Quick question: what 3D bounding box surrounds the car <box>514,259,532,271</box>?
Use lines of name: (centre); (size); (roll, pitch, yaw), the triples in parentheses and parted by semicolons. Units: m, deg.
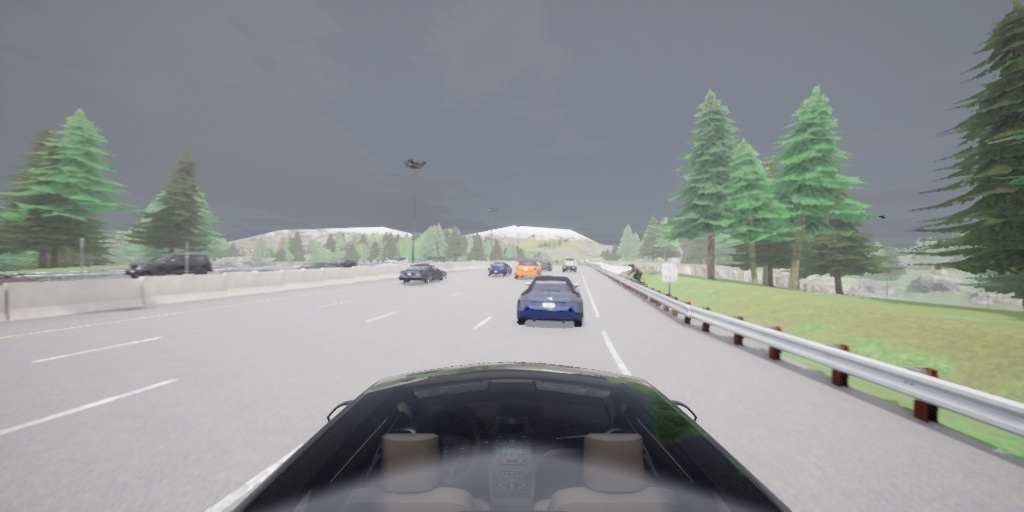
car: (1.816, 1.306, 55.555); (2.097, 1.767, 4.553); (0, 0, 11)

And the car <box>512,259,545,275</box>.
car: (1.656, 1.230, 34.559); (2.097, 1.767, 4.553); (0, 0, 10)

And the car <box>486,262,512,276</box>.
car: (-1.216, 1.393, 38.388); (1.812, 1.442, 4.674); (0, 0, 10)

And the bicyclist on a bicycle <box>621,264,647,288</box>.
bicyclist on a bicycle: (8.265, 1.365, 24.099); (1.656, 1.620, 0.582); (2, 0, 3)

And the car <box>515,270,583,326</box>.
car: (1.330, 1.357, 12.042); (1.994, 1.385, 4.181); (0, 0, 9)

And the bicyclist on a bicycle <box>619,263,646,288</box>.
bicyclist on a bicycle: (8.447, 1.368, 25.082); (1.656, 1.620, 0.582); (2, -2, 33)

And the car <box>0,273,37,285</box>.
car: (-20.195, 1.178, 12.742); (1.994, 1.385, 4.181); (1, 0, 10)

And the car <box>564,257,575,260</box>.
car: (9.710, 1.260, 60.135); (2.150, 2.045, 5.566); (0, 0, 10)

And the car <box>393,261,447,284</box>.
car: (-6.720, 1.327, 27.471); (2.033, 1.411, 5.357); (0, 0, 10)

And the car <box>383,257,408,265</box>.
car: (-18.965, 1.115, 58.883); (2.150, 2.045, 5.566); (0, 0, 10)

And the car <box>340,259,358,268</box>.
car: (-23.969, 1.195, 51.028); (1.882, 1.535, 5.008); (0, -1, 11)

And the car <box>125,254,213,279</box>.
car: (-27.878, 0.827, 29.494); (2.150, 2.045, 5.566); (0, 0, 10)

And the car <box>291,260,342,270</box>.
car: (-17.006, 1.267, 30.701); (1.994, 1.385, 4.181); (0, 0, 10)

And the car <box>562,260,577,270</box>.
car: (7.960, 1.587, 49.862); (1.895, 1.301, 4.718); (0, 0, 10)

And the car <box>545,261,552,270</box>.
car: (4.966, 1.466, 53.361); (2.128, 1.511, 4.902); (0, 0, 11)
